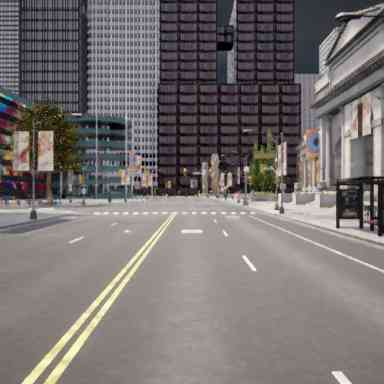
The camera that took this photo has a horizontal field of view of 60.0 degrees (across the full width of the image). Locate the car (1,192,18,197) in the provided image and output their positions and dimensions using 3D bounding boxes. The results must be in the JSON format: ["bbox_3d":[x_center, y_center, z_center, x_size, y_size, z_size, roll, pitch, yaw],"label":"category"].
[{"bbox_3d":[-46.031,1.272,81.377,4.674,1.452,2.002,0,0,0],"label":"car"}]
